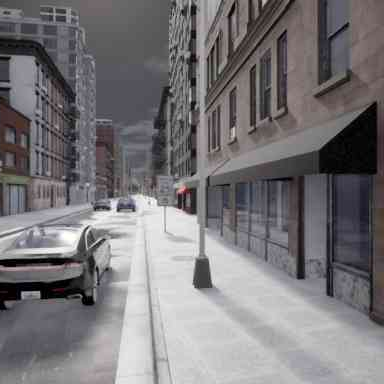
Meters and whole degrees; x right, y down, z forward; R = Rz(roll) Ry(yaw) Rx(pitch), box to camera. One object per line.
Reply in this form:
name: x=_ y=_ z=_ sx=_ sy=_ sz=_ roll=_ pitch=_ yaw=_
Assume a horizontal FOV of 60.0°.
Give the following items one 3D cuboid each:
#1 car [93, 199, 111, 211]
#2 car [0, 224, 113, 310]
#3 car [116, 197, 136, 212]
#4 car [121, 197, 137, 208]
car: x=-11.324 y=1.602 z=42.339 sx=2.033 sy=1.411 sz=5.357 roll=0 pitch=0 yaw=-9
car: x=-3.030 y=1.497 z=7.893 sx=2.128 sy=1.511 sz=4.902 roll=0 pitch=0 yaw=-9
car: x=-7.865 y=1.400 z=39.966 sx=2.097 sy=1.767 sz=4.553 roll=0 pitch=0 yaw=-8
car: x=-9.432 y=1.560 z=49.845 sx=2.128 sy=1.511 sz=4.902 roll=0 pitch=0 yaw=-9
